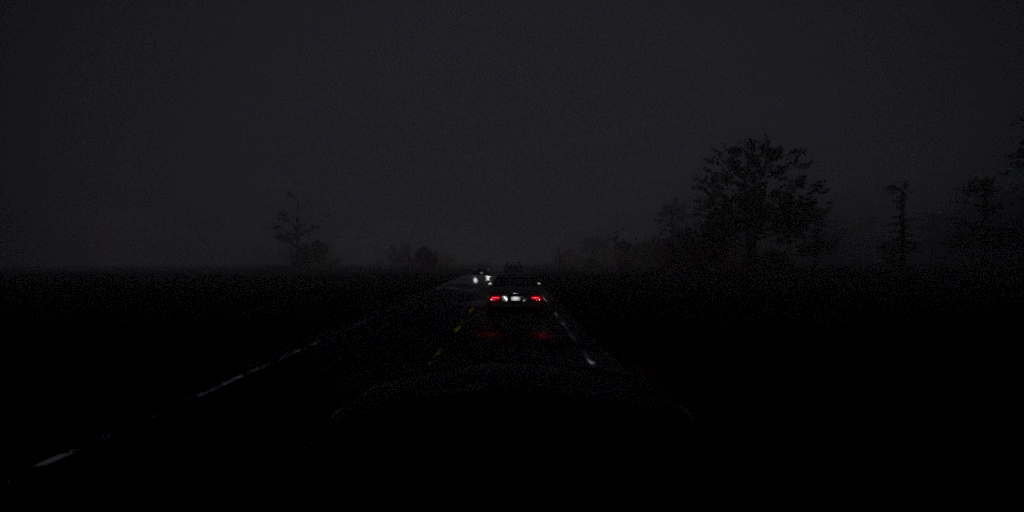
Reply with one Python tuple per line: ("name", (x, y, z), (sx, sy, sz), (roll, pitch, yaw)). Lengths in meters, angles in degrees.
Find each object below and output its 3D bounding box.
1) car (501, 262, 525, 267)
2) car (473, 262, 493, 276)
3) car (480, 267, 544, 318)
("car", (0.106, 1.241, 31.593), (2.128, 1.511, 4.902), (0, 0, 0))
("car", (-3.015, 1.297, 38.275), (2.033, 1.411, 5.357), (0, 0, 0))
("car", (0.101, 1.297, 13.016), (2.033, 1.411, 5.357), (0, 0, 0))
